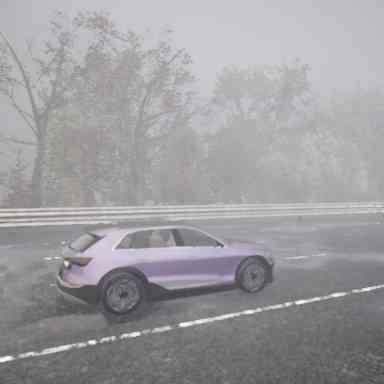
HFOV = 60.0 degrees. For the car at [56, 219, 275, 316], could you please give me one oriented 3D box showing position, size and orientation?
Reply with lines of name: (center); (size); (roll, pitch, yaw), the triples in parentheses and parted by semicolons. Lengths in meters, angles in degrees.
car: (-0.414, 1.432, 7.432); (4.856, 1.649, 2.033); (0, 0, -26)
